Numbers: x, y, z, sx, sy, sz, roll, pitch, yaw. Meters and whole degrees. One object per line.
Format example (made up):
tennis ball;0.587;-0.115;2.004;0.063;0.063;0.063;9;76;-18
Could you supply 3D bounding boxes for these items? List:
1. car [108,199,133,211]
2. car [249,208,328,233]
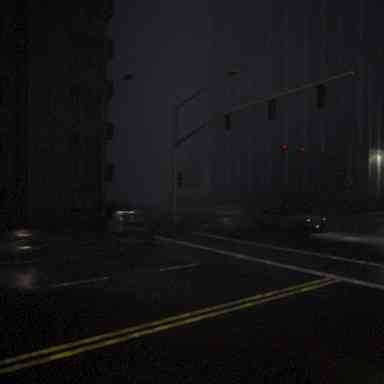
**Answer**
car;-9.084;1.581;41.905;1.812;1.442;4.674;0;0;-35
car;5.823;1.649;20.547;1.895;1.301;4.718;0;0;-35
